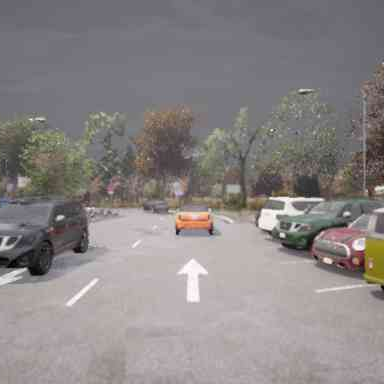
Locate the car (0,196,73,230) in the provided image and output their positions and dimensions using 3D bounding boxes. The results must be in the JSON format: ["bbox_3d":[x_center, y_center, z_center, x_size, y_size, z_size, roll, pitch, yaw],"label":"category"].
[{"bbox_3d":[-10.994,1.328,22.416,5.566,2.045,2.435,-1,0,-20],"label":"car"}]

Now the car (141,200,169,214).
[{"bbox_3d":[-4.326,1.650,38.304,2.128,1.511,4.902,0,0,-29],"label":"car"}]

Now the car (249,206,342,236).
[{"bbox_3d":[5.991,1.597,19.360,4.792,1.488,2.163,1,-1,-20],"label":"car"}]

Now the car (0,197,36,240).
[{"bbox_3d":[-10.956,1.303,16.532,5.566,2.045,2.435,-1,-1,-20],"label":"car"}]

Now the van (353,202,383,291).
[{"bbox_3d":[6.068,1.294,7.296,4.442,1.987,1.878,1,-1,-20],"label":"van"}]

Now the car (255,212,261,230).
[{"bbox_3d":[5.992,1.304,16.338,5.566,2.045,2.435,1,-1,-20],"label":"car"}]

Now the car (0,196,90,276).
[{"bbox_3d":[-5.085,1.267,10.898,2.150,2.045,5.566,0,0,0],"label":"car"}]

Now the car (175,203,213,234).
[{"bbox_3d":[0.122,1.434,20.084,2.097,1.767,4.553,0,0,0],"label":"car"}]

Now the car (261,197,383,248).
[{"bbox_3d":[5.947,1.291,13.277,5.566,2.045,2.435,1,0,-20],"label":"car"}]

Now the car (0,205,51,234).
[{"bbox_3d":[-10.956,1.596,19.497,4.792,1.488,2.163,-1,0,-20],"label":"car"}]

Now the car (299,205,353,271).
[{"bbox_3d":[5.995,1.405,10.279,4.553,1.767,2.185,1,0,-20],"label":"car"}]
